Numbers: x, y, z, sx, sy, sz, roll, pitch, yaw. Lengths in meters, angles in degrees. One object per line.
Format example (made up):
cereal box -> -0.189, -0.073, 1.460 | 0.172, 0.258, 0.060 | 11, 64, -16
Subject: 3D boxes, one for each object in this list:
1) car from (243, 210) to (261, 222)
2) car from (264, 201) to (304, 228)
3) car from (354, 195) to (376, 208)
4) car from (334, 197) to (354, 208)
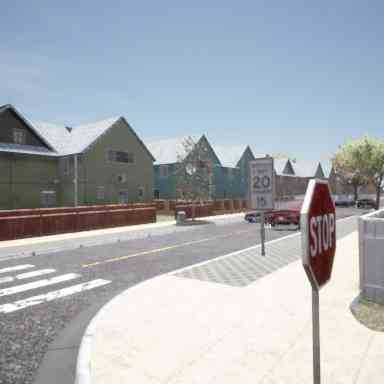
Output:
car -> 5.795, 1.431, 24.559 | 2.033, 1.411, 5.357 | -2, -1, 37
car -> 6.433, 1.309, 20.497 | 1.882, 1.535, 5.008 | -2, -1, 37
car -> 21.658, 1.174, 40.796 | 1.837, 1.490, 4.892 | -2, -1, 37
car -> 19.528, 1.341, 42.707 | 1.895, 1.301, 4.718 | -2, -1, 37
